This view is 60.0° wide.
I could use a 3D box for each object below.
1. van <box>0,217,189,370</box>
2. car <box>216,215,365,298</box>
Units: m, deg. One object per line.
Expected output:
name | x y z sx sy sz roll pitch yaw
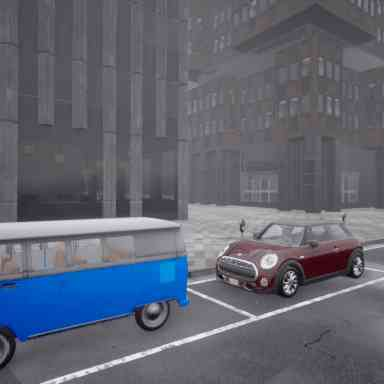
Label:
van | -1.962 1.341 5.247 3.998 1.788 1.690 0 0 -35
car | 2.539 1.441 8.450 4.097 1.590 1.967 0 0 -35
